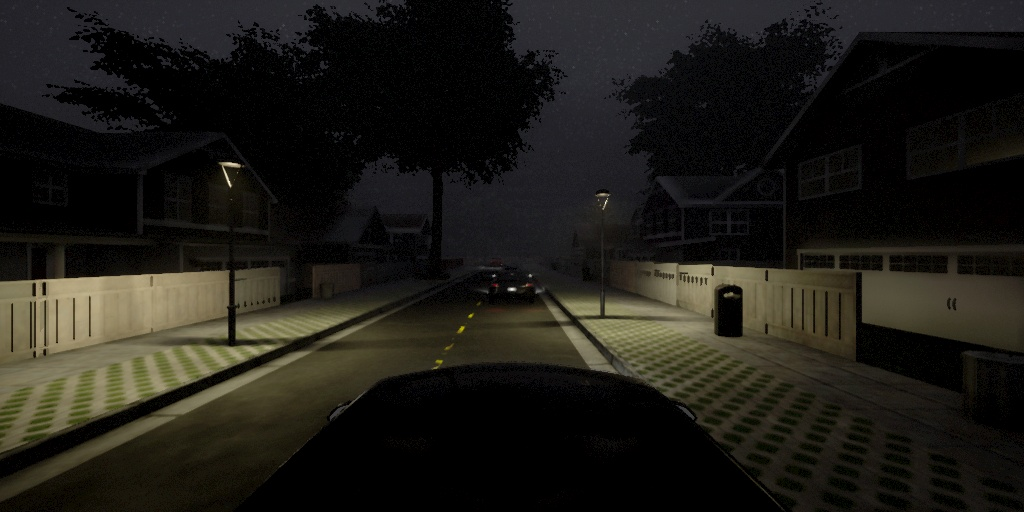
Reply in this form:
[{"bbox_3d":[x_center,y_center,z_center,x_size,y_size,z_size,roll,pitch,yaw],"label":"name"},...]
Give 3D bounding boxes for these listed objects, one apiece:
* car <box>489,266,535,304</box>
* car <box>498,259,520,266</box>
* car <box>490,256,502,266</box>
[{"bbox_3d":[0.000,1.319,16.501,1.994,1.385,4.181,0,0,0],"label":"car"},{"bbox_3d":[0.000,1.277,31.501,1.812,1.442,4.674,0,0,0],"label":"car"},{"bbox_3d":[-2.750,1.059,64.708,2.150,2.045,5.566,0,0,0],"label":"car"}]
